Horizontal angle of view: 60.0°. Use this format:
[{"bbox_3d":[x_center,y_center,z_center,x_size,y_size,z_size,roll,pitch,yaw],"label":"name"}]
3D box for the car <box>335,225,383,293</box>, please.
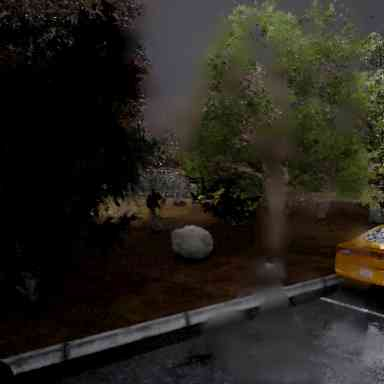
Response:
[{"bbox_3d":[5.550,1.483,8.001,5.008,1.535,2.097,0,1,-33],"label":"car"}]
